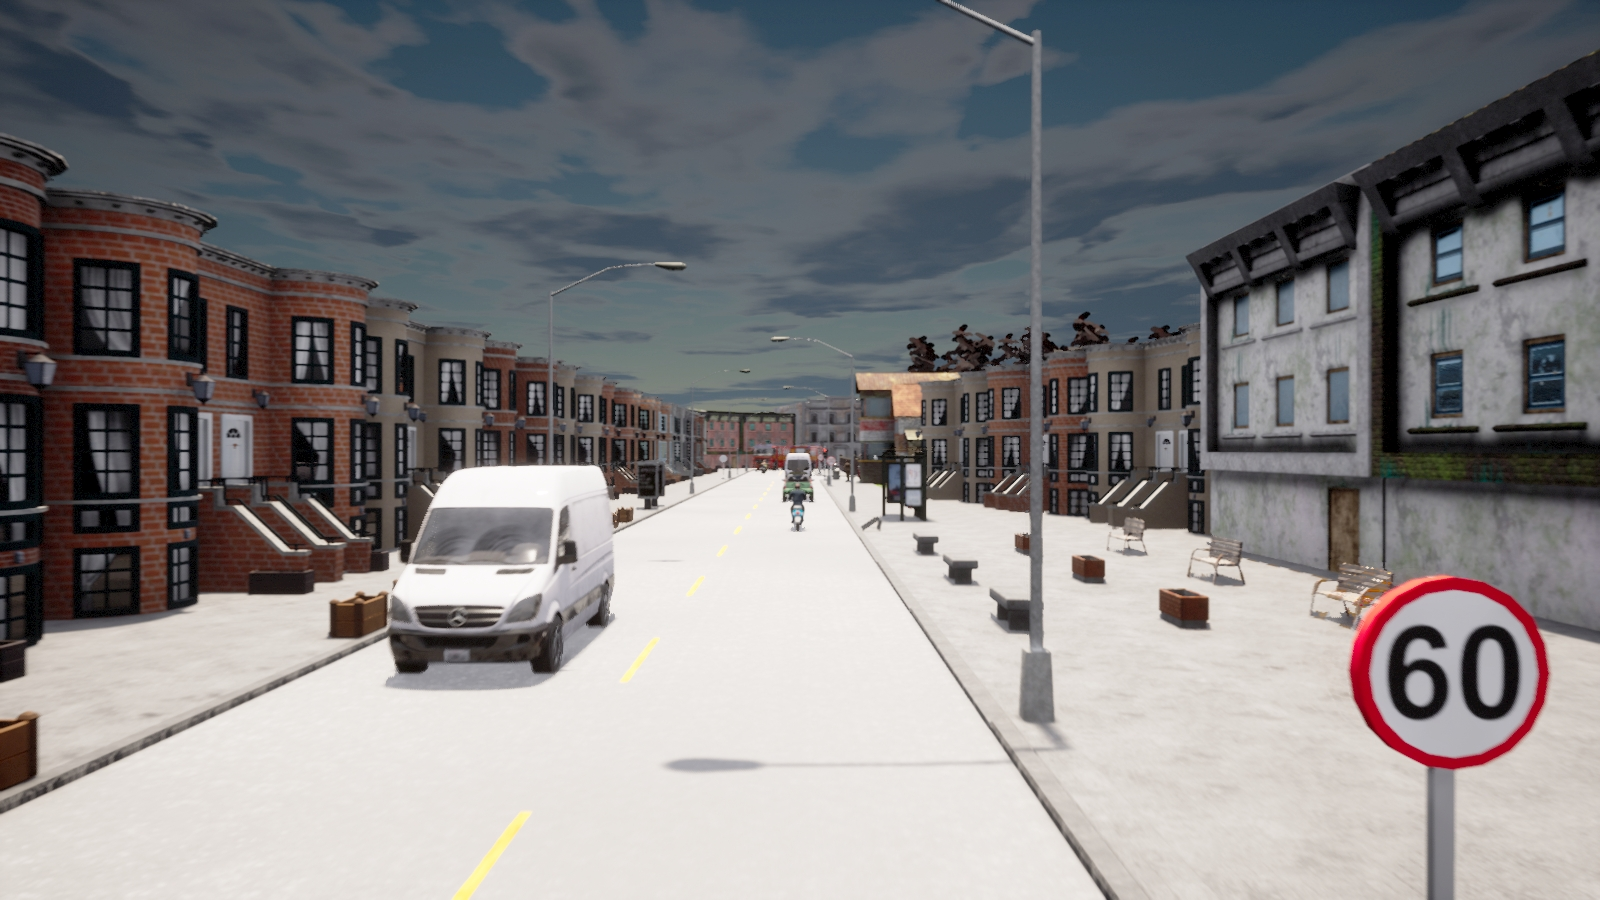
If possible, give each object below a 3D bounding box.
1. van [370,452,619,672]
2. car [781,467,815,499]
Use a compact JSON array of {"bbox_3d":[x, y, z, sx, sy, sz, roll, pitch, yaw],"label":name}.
[{"bbox_3d":[-4.043,1.314,16.331,1.988,2.561,5.915,0,0,0],"label":"van"},{"bbox_3d":[-0.112,1.780,62.862,1.851,1.617,3.988,0,0,0],"label":"car"}]
